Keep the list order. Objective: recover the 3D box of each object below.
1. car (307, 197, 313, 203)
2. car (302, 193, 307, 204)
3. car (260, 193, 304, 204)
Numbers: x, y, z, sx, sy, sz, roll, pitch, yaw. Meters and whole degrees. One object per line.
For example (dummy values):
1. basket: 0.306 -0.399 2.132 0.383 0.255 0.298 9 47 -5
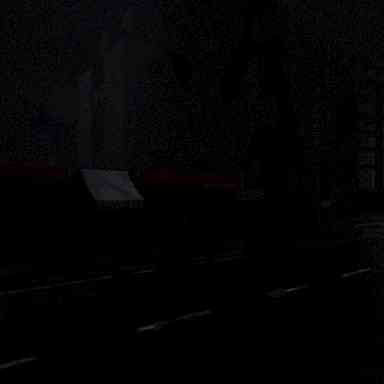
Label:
1. car: 19.613 1.086 59.433 1.905 1.878 3.866 0 0 -35
2. car: 17.219 1.088 57.725 1.905 1.878 3.866 0 0 -35
3. car: 8.867 1.282 34.818 2.097 1.767 4.553 0 0 -36
